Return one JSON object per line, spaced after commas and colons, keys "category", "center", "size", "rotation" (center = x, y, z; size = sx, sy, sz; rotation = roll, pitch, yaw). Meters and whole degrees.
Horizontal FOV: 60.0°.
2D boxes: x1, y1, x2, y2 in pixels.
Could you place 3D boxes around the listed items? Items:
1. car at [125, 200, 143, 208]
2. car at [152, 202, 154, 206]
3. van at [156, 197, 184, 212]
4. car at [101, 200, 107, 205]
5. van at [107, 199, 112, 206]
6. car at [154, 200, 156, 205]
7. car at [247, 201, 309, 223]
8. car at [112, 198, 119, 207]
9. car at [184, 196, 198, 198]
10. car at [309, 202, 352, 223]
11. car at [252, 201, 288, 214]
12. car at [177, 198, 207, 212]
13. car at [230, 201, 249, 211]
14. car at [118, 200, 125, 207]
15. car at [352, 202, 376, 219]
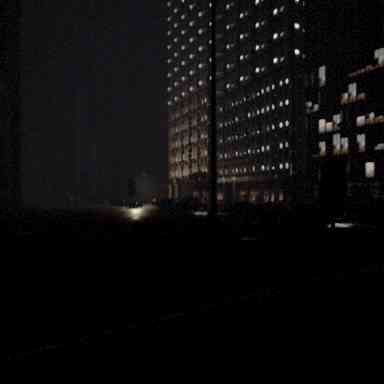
{"category": "car", "center": [-10.482, 2.294, 61.809], "size": [2.008, 1.369, 4.403], "rotation": [-1, 0, -26]}
{"category": "car", "center": [-7.844, 2.491, 75.587], "size": [1.802, 1.307, 4.206], "rotation": [-1, 0, -26]}
{"category": "van", "center": [-3.131, 1.797, 46.626], "size": [1.690, 1.788, 3.998], "rotation": [-1, 0, -26]}
{"category": "car", "center": [-22.742, 2.783, 87.117], "size": [1.887, 1.381, 4.507], "rotation": [-1, 0, -26]}
{"category": "van", "center": [-17.843, 2.380, 76.995], "size": [1.690, 1.788, 3.998], "rotation": [-1, 0, -26]}
{"category": "car", "center": [-5.121, 2.191, 63.818], "size": [1.882, 1.535, 5.008], "rotation": [0, -1, -26]}
{"category": "car", "center": [6.683, 1.637, 26.376], "size": [2.008, 1.369, 4.403], "rotation": [-1, 0, -26]}
{"category": "car", "center": [-15.386, 2.485, 71.933], "size": [1.887, 1.381, 4.507], "rotation": [-1, 0, -26]}
{"category": "car", "center": [-0.590, 1.759, 54.581], "size": [2.150, 2.045, 5.566], "rotation": [0, -1, -26]}
{"category": "car", "center": [9.534, 1.605, 26.457], "size": [2.033, 1.411, 5.357], "rotation": [0, -1, -26]}
{"category": "car", "center": [9.320, 1.804, 40.155], "size": [1.947, 1.339, 4.313], "rotation": [-1, 0, -26]}
{"category": "car", "center": [0.292, 1.897, 45.565], "size": [2.128, 1.511, 4.902], "rotation": [0, -1, -26]}
{"category": "car", "center": [6.868, 1.897, 45.216], "size": [1.947, 1.339, 4.313], "rotation": [-1, 0, -26]}
{"category": "car", "center": [-12.861, 2.364, 66.718], "size": [1.752, 1.417, 4.829], "rotation": [-1, 0, -26]}
{"category": "car", "center": [14.224, 1.606, 30.031], "size": [2.008, 1.369, 4.403], "rotation": [-1, 0, -26]}
